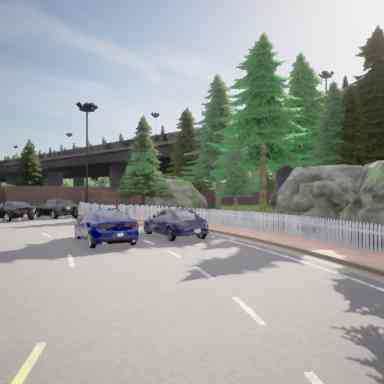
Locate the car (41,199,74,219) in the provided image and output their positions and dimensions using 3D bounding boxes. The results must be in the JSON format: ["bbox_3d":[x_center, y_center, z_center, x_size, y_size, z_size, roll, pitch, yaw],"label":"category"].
[{"bbox_3d":[-11.848,1.365,29.023,4.553,1.767,2.097,0,0,42],"label":"car"}]

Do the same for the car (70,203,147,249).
[{"bbox_3d":[-3.930,1.483,14.867,1.882,1.535,5.008,0,0,-29],"label":"car"}]

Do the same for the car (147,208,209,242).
[{"bbox_3d":[-0.868,1.532,16.562,1.812,1.442,4.674,0,0,-29],"label":"car"}]

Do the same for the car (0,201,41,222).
[{"bbox_3d":[-14.214,1.515,26.444,4.892,1.490,1.837,0,0,42],"label":"car"}]
